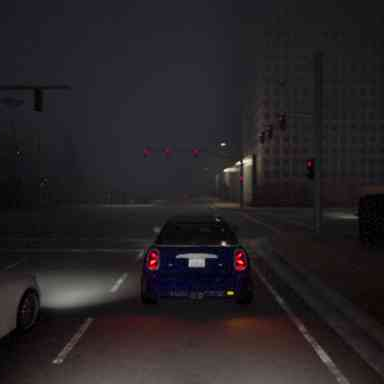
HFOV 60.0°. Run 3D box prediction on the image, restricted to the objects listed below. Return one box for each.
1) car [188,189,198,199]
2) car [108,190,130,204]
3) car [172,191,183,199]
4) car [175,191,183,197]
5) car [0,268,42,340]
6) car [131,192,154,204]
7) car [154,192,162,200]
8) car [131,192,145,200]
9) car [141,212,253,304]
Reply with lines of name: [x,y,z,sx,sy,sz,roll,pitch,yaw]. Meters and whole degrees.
car: [0.176,0.698,73.114,2.033,1.411,5.357,0,1,0]
car: [-10.466,0.674,47.968,2.150,2.045,5.566,0,1,0]
car: [-3.323,0.631,73.532,1.882,1.535,5.008,0,1,0]
car: [-3.299,0.468,83.784,1.895,1.301,4.718,0,1,0]
car: [-3.430,1.482,3.635,1.812,1.442,4.674,0,1,1]
car: [-6.969,0.984,47.427,1.812,1.442,4.674,0,1,0]
car: [-6.880,0.780,63.429,1.837,1.490,4.892,0,1,1]
car: [-10.368,0.747,63.961,1.882,1.535,5.008,0,1,1]
car: [0.102,1.259,8.063,2.097,1.767,4.553,0,1,0]
